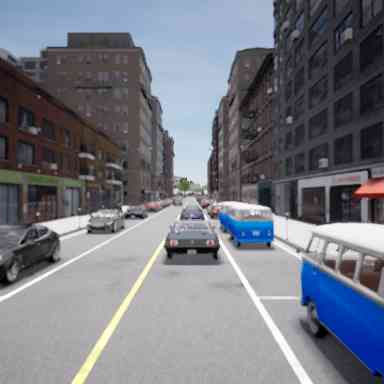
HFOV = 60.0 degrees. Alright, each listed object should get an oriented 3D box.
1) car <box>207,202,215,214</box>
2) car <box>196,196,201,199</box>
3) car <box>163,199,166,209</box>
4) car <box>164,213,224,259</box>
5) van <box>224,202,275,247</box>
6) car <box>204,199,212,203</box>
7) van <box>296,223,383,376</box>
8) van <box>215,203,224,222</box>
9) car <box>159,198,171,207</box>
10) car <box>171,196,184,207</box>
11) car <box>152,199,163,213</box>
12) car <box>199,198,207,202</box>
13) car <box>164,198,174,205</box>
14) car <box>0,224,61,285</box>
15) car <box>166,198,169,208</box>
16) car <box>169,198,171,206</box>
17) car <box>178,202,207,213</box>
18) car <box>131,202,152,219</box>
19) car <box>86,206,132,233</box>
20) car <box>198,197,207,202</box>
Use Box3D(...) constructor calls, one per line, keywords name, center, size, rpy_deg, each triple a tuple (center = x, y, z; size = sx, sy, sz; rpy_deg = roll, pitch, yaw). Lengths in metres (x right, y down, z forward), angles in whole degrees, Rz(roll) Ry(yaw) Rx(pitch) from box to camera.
Box3D(name="car", center=(2.647, 1.908, 32.592), size=(1.802, 1.307, 4.206), rpy_deg=(0, -1, 0))
Box3D(name="car", center=(2.663, 2.084, 78.051), size=(2.192, 1.841, 5.009), rpy_deg=(0, -1, 0))
Box3D(name="car", center=(-5.372, 2.044, 49.641), size=(2.008, 1.369, 4.403), rpy_deg=(0, -1, 0))
Box3D(name="car", center=(0.023, 1.736, 13.250), size=(1.895, 1.301, 4.718), rpy_deg=(0, -1, 0))
Box3D(name="van", center=(2.642, 1.499, 15.548), size=(1.690, 1.788, 3.998), rpy_deg=(0, -1, 0))
Box3D(name="car", center=(2.649, 1.909, 38.445), size=(1.752, 1.417, 4.829), rpy_deg=(0, -1, 0))
Box3D(name="van", center=(2.638, 1.385, 4.184), size=(1.690, 1.788, 3.998), rpy_deg=(0, -1, 0))
Box3D(name="van", center=(2.644, 1.555, 21.231), size=(1.690, 1.788, 3.998), rpy_deg=(0, -1, 0))
Box3D(name="car", center=(-5.366, 2.099, 66.688), size=(1.967, 1.590, 4.097), rpy_deg=(0, -1, 0))
Box3D(name="car", center=(-2.745, 2.149, 65.324), size=(1.837, 1.490, 4.892), rpy_deg=(0, -1, 0))
Box3D(name="car", center=(-5.374, 1.982, 43.959), size=(1.887, 1.381, 4.507), rpy_deg=(0, -1, 0))
Box3D(name="car", center=(2.655, 2.093, 55.321), size=(1.887, 1.381, 4.507), rpy_deg=(0, -1, 0))
Box3D(name="car", center=(-5.362, 2.209, 78.052), size=(1.967, 1.590, 4.097), rpy_deg=(0, -1, 0))
Box3D(name="car", center=(-5.385, 1.666, 9.867), size=(1.947, 1.339, 4.313), rpy_deg=(0, -1, 0))
Box3D(name="car", center=(-5.370, 2.093, 55.323), size=(1.887, 1.381, 4.507), rpy_deg=(0, -1, 0))
Box3D(name="car", center=(-5.368, 2.170, 61.005), size=(1.947, 1.339, 4.313), rpy_deg=(0, -1, 0))
Box3D(name="car", center=(0.032, 1.850, 28.570), size=(1.994, 1.385, 4.181), rpy_deg=(0, 0, 1))
Box3D(name="car", center=(-5.378, 1.891, 32.594), size=(1.947, 1.339, 4.313), rpy_deg=(0, -1, 0))
Box3D(name="car", center=(-5.381, 1.764, 21.231), size=(2.008, 1.369, 4.403), rpy_deg=(0, -1, 0))
Box3D(name="car", center=(2.657, 2.044, 61.004), size=(1.967, 1.590, 4.097), rpy_deg=(0, -1, 0))
